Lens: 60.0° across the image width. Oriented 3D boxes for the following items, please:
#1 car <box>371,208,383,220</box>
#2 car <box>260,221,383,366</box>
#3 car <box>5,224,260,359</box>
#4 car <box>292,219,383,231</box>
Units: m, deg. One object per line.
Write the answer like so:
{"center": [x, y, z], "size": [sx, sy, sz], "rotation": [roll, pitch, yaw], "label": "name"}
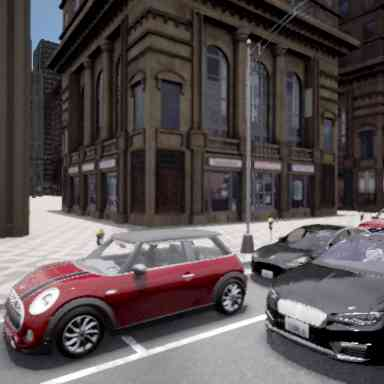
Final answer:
{"center": [8.141, 1.341, 12.403], "size": [5.009, 1.841, 2.192], "rotation": [0, 0, -35], "label": "car"}
{"center": [3.364, 1.503, 5.757], "size": [4.902, 1.511, 2.128], "rotation": [0, 0, -35], "label": "car"}
{"center": [-0.999, 1.446, 5.924], "size": [4.097, 1.590, 1.967], "rotation": [0, 0, -35], "label": "car"}
{"center": [3.570, 1.581, 9.164], "size": [4.313, 1.339, 1.947], "rotation": [0, 0, -35], "label": "car"}
